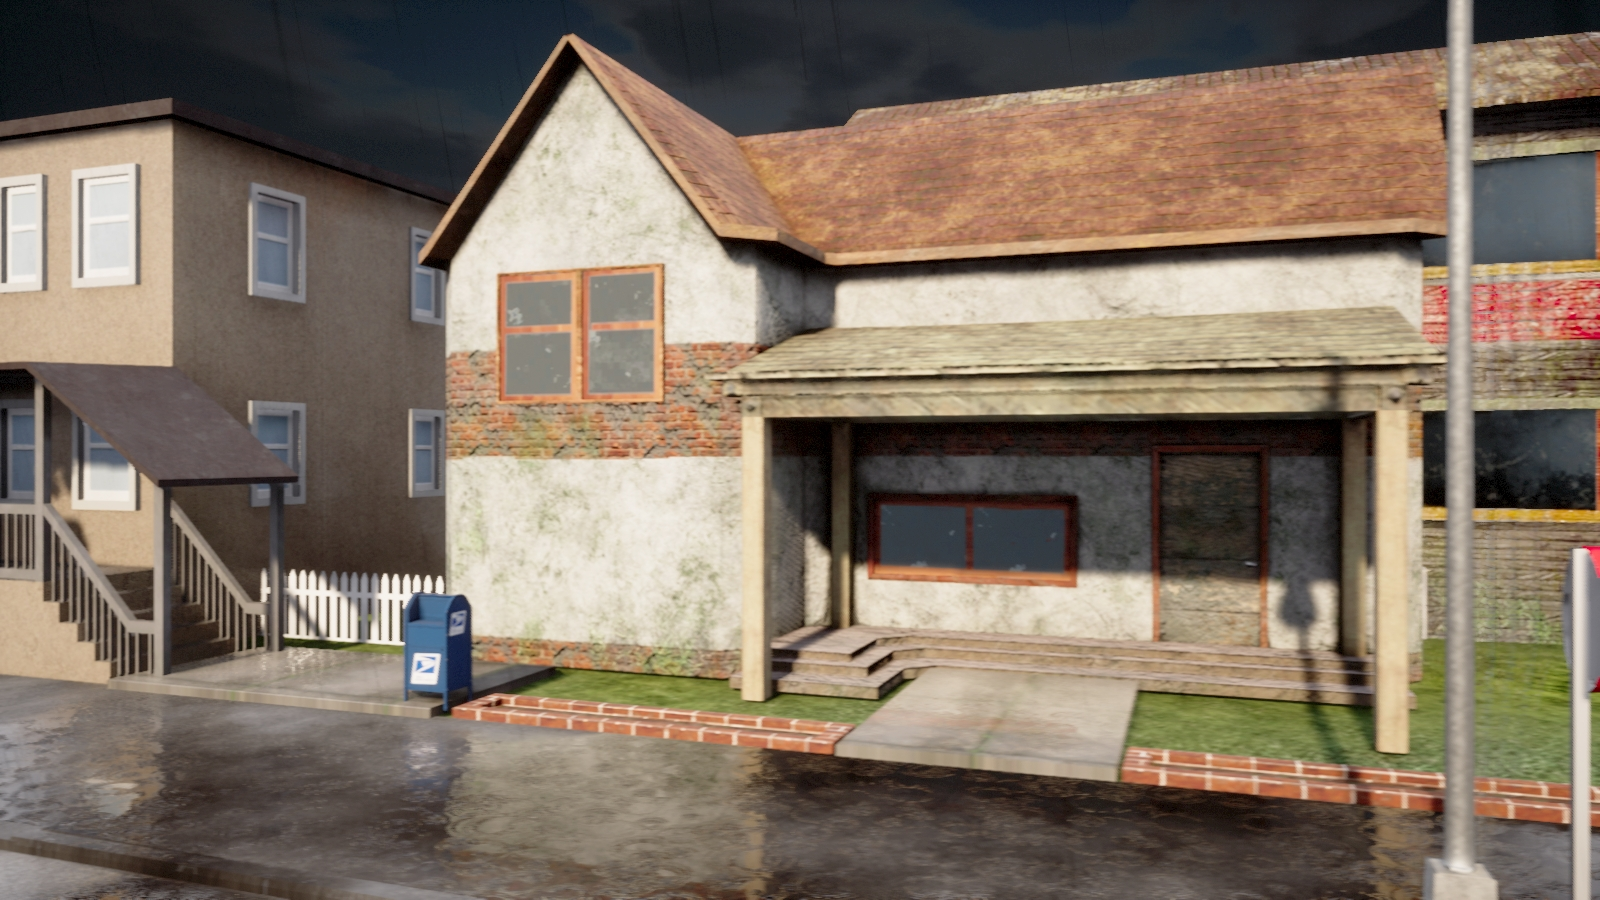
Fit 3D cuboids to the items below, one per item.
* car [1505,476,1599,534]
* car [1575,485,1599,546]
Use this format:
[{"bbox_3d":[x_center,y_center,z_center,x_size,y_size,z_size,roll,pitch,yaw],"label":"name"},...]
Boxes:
[{"bbox_3d":[24.895,1.747,37.385,2.242,1.667,4.611,0,0,20],"label":"car"},{"bbox_3d":[22.490,1.798,30.801,1.789,1.549,3.705,0,1,20],"label":"car"}]
